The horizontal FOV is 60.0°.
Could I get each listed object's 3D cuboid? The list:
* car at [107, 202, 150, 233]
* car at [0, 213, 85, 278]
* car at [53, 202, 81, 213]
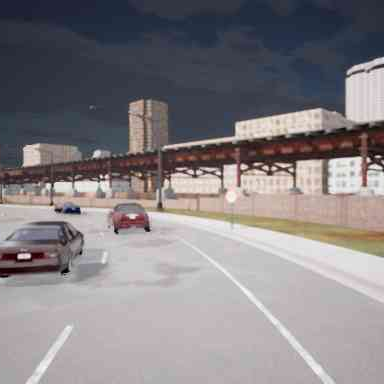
[{"bbox_3d":[-4.057,1.465,20.755,2.097,1.767,4.553,-1,0,-19],"label":"car"},{"bbox_3d":[-4.607,1.634,10.583,2.033,1.411,5.357,-1,0,-12],"label":"car"},{"bbox_3d":[-14.549,1.874,38.655,1.994,1.385,4.181,-1,0,-40],"label":"car"}]
